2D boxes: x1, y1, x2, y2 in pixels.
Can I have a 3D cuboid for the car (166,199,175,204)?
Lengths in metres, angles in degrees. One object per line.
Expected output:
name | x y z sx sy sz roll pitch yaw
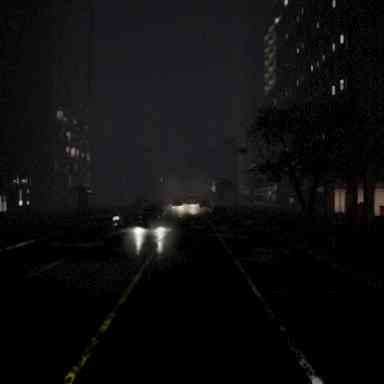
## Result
car | -5.691 2.507 89.458 2.008 1.369 4.403 -1 -1 0

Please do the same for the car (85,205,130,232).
car | -5.698 1.770 21.961 2.008 1.369 4.403 -1 -1 0

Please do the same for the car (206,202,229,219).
car | 2.684 1.917 33.211 1.802 1.307 4.206 -1 -1 0

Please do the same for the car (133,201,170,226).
car | -3.094 1.741 26.354 1.882 1.535 5.008 0 -1 0

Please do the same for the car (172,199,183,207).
car | -2.995 2.229 67.600 1.812 1.442 4.674 0 -1 0

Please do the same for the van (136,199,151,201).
van | -5.700 1.736 38.838 1.690 1.788 3.998 -1 -1 0

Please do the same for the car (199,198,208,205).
car | 2.686 2.267 78.209 1.967 1.590 4.097 -1 -1 0

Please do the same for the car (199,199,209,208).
car | 2.359 2.138 59.085 1.812 1.442 4.674 0 -1 0

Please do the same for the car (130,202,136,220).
car | -5.698 1.800 27.417 1.752 1.417 4.829 -1 -1 0

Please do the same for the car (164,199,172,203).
car | -5.693 2.251 66.959 2.008 1.369 4.403 -1 -1 0

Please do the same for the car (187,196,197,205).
car | 0.007 1.899 77.093 2.150 2.045 5.566 0 -1 0
